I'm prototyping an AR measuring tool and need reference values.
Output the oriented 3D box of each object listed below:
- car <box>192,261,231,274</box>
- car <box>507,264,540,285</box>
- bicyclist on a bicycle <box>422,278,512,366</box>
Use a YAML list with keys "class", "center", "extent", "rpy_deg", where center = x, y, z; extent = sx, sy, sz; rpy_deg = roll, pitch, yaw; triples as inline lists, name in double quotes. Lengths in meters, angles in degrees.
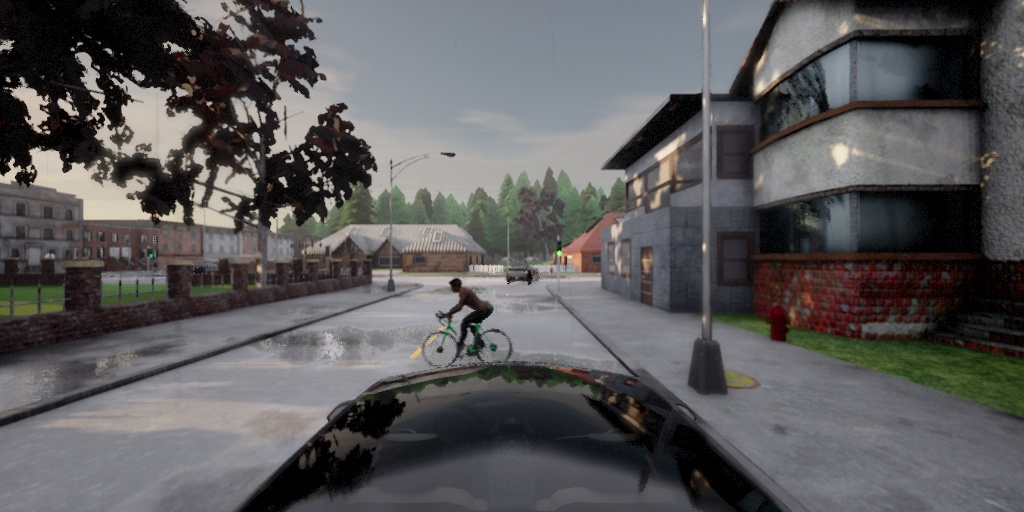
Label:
- class: "car"
  center: [-26.856, 1.242, 31.592]
  extent: [4.553, 1.767, 2.097]
  rpy_deg: [0, 0, 1]
- class: "car"
  center: [0.933, 1.366, 27.923]
  extent: [2.128, 1.511, 4.902]
  rpy_deg: [0, 0, 14]
- class: "bicyclist on a bicycle"
  center: [-0.835, 1.223, 6.501]
  extent: [1.656, 1.620, 0.582]
  rpy_deg: [-2, 0, 0]
